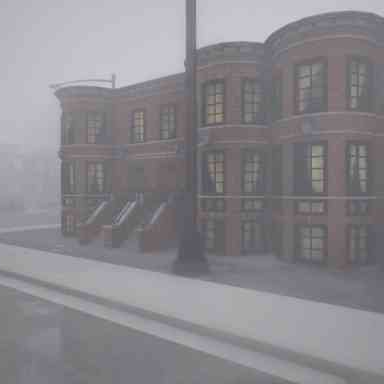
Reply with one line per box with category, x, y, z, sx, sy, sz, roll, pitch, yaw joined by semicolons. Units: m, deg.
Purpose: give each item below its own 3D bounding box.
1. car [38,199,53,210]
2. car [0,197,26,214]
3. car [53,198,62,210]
car;-17.273;1.478;42.933;1.882;1.535;5.008;0;0;35
car;-19.492;1.352;33.798;2.097;1.767;4.553;0;0;35
car;-14.209;1.601;41.203;1.895;1.301;4.718;0;0;36
